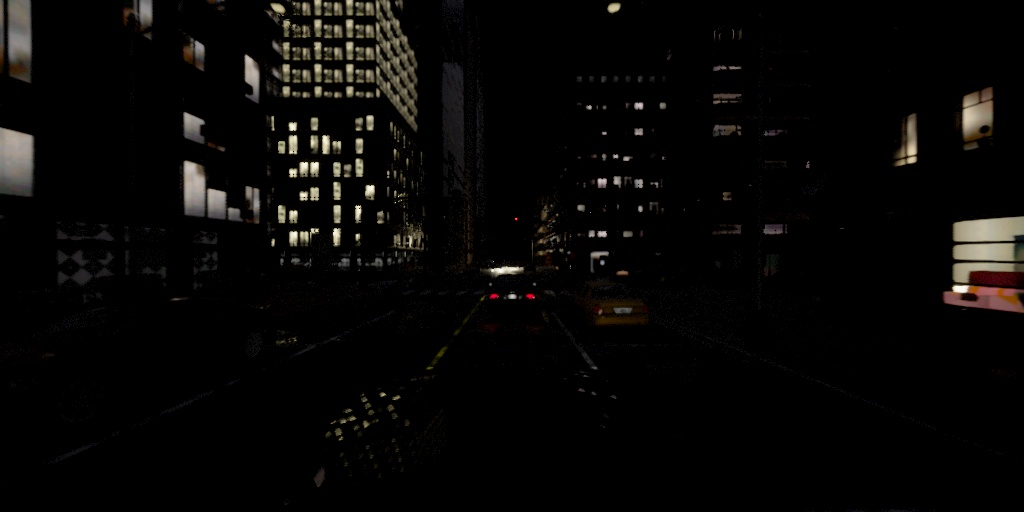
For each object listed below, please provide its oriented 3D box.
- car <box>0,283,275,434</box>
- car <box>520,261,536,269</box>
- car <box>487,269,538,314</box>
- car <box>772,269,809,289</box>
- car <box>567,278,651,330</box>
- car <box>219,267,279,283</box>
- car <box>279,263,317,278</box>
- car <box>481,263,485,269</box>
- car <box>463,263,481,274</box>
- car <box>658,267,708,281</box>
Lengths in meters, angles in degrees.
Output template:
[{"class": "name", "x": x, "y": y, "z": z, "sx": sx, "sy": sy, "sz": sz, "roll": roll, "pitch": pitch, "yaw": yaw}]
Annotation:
[{"class": "car", "x": -5.819, "y": 1.333, "z": 5.637, "sx": 1.888, "sy": 1.381, "sz": 4.507, "roll": 0, "pitch": 0, "yaw": 0}, {"class": "car", "x": 2.715, "y": 1.815, "z": 54.827, "sx": 2.007, "sy": 1.370, "sz": 4.403, "roll": 0, "pitch": 0, "yaw": 0}, {"class": "car", "x": 0.020, "y": 1.420, "z": 14.377, "sx": 2.033, "sy": 1.411, "sz": 5.357, "roll": 0, "pitch": -1, "yaw": 0}, {"class": "car", "x": 21.728, "y": 1.812, "z": 25.889, "sx": 4.313, "sy": 1.339, "sz": 1.948, "roll": 0, "pitch": 0, "yaw": 1}, {"class": "car", "x": 2.824, "y": 1.367, "z": 11.389, "sx": 1.751, "sy": 1.417, "sz": 4.829, "roll": 0, "pitch": 0, "yaw": 0}, {"class": "car", "x": -20.274, "y": 1.448, "z": 26.534, "sx": 4.403, "sy": 1.370, "sz": 2.007, "roll": 0, "pitch": 0, "yaw": 1}, {"class": "car", "x": -21.651, "y": 1.357, "z": 34.869, "sx": 4.829, "sy": 1.417, "sz": 1.751, "roll": 0, "pitch": 0, "yaw": 1}, {"class": "car", "x": -5.665, "y": 1.831, "z": 54.830, "sx": 1.948, "sy": 1.339, "sz": 4.313, "roll": 0, "pitch": 0, "yaw": 0}, {"class": "car", "x": -5.668, "y": 1.735, "z": 49.006, "sx": 1.751, "sy": 1.417, "sz": 4.829, "roll": 0, "pitch": 0, "yaw": 0}, {"class": "car", "x": 16.325, "y": 1.696, "z": 34.350, "sx": 4.403, "sy": 1.370, "sz": 2.007, "roll": 0, "pitch": 0, "yaw": 1}]
